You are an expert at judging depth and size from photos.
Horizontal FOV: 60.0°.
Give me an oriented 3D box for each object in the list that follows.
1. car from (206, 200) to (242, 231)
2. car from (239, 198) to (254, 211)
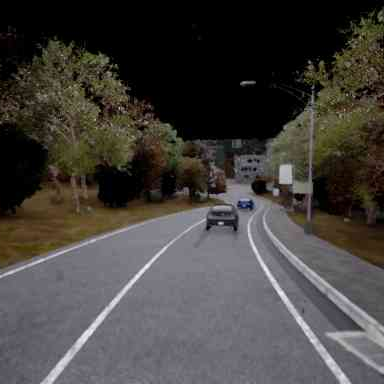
[{"bbox_3d":[1.991,1.493,20.822,1.837,1.490,4.892,1,0,9],"label":"car"},{"bbox_3d":[6.834,1.487,42.265,1.882,1.535,5.008,1,0,14],"label":"car"}]
